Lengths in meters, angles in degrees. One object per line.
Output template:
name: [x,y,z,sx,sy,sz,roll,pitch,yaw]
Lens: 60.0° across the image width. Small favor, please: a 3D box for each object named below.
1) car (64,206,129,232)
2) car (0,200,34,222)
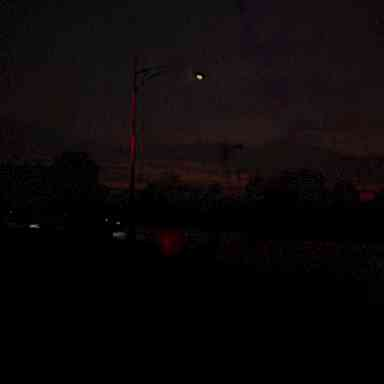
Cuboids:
car: [-5.791,1.567,20.006,4.181,1.385,1.994,0,-1,35]
car: [-14.313,1.412,25.983,5.008,1.535,1.882,0,-1,36]
